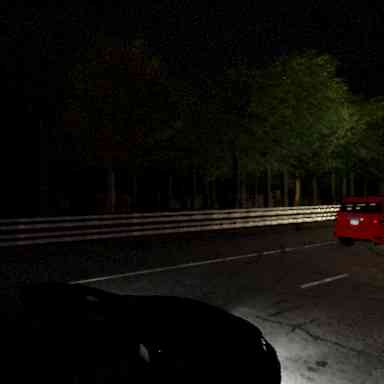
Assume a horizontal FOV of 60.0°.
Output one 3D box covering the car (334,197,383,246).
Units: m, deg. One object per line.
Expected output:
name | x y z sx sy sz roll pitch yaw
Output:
car | 8.228 1.218 13.921 5.566 2.045 2.150 0 0 -36

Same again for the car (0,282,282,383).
car | -1.142 1.564 2.933 4.181 1.385 1.994 0 0 -36
